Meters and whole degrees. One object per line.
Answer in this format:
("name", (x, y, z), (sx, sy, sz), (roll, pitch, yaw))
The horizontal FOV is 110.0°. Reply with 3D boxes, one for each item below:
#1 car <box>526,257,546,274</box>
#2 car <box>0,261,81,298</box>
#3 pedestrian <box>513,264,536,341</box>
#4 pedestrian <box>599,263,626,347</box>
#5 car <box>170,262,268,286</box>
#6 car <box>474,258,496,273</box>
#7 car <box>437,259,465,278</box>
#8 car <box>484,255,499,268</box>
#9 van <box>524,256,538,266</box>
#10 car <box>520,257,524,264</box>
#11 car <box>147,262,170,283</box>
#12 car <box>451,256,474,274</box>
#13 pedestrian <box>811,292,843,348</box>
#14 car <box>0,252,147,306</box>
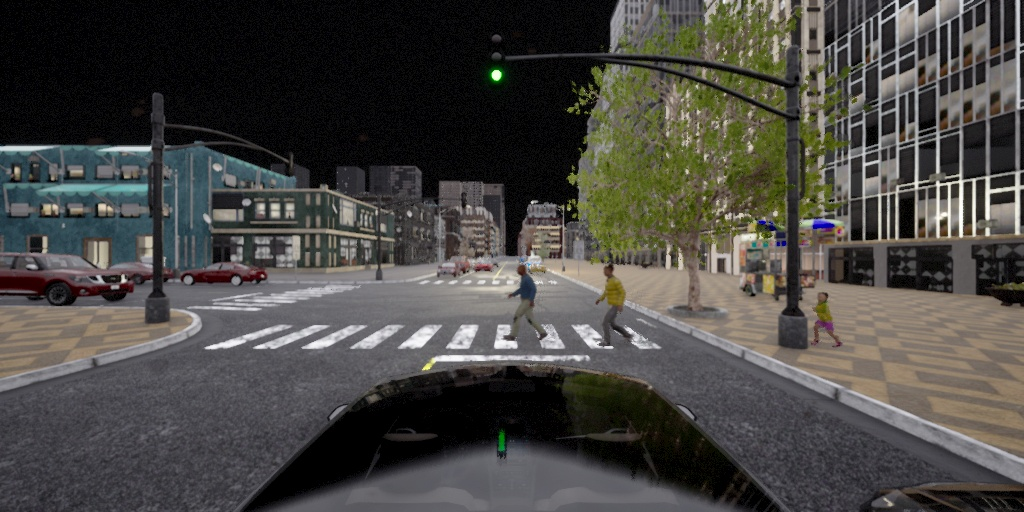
("car", (2.718, 1.130, 38.272), (1.751, 1.417, 4.829), (0, 0, 0))
("car", (-22.791, 0.968, 15.688), (5.357, 1.411, 2.033), (1, 0, -1))
("pedestrian", (0.283, 1.018, 8.241), (0.375, 1.860, 0.375), (0, 0, 0))
("pedestrian", (2.169, 1.020, 7.752), (0.375, 1.860, 0.375), (0, 0, 0))
("car", (-17.262, 1.040, 21.554), (4.507, 1.381, 1.888), (0, 0, -1))
("car", (-3.062, 1.199, 39.512), (1.895, 1.301, 4.718), (0, 0, 0))
("car", (-5.666, 1.208, 32.555), (1.802, 1.307, 4.207), (0, 0, 0))
("car", (-3.032, 1.040, 55.751), (1.837, 1.490, 4.892), (0, 0, 0))
("van", (2.722, 0.923, 43.653), (1.690, 1.789, 3.998), (0, 0, 0))
("car", (2.730, 1.089, 54.755), (2.007, 1.370, 4.403), (0, 0, 0))
("car", (-22.806, 1.008, 21.480), (4.207, 1.307, 1.802), (0, 0, -1))
("car", (-5.662, 0.919, 38.106), (2.192, 1.841, 5.009), (0, 0, 0))
("pedestrian", (6.161, 1.250, 7.036), (0.500, 1.100, 0.500), (0, 0, 0))
("car", (-17.150, 0.802, 13.174), (5.009, 1.841, 2.192), (0, 0, -1))
